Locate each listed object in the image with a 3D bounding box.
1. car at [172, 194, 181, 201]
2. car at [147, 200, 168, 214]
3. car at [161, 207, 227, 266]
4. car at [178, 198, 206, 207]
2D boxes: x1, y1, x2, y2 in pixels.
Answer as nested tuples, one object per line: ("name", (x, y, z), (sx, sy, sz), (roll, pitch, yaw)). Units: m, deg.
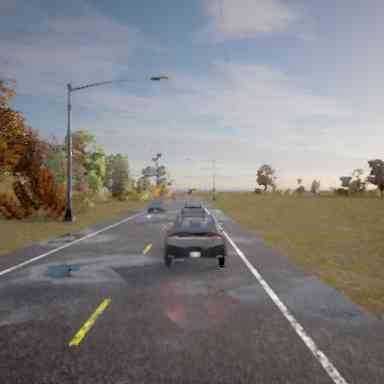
("car", (-3.489, 1.183, 76.028), (2.128, 1.511, 4.902), (0, 0, 0))
("car", (-3.590, 1.518, 35.364), (2.033, 1.411, 5.357), (0, 0, 0))
("car", (0.095, 1.482, 11.434), (2.128, 1.511, 4.902), (0, 0, 0))
("car", (0.099, 1.469, 27.038), (2.128, 1.511, 4.902), (0, 0, 0))
